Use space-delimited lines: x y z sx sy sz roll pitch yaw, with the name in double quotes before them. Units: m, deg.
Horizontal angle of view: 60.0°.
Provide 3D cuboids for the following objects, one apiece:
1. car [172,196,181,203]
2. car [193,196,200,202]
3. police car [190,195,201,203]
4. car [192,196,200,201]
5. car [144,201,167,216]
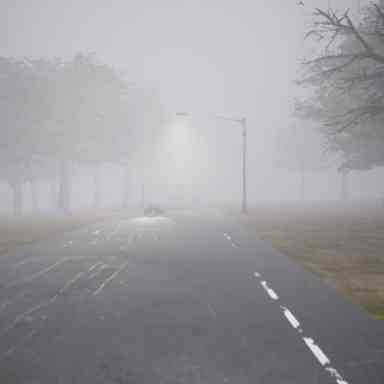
"car" -3.500 1.659 74.948 2.033 1.411 5.357 0 0 0
"car" 1.050 1.676 82.735 1.837 1.490 4.892 0 0 0
"police car" 1.050 1.549 72.843 1.930 1.638 5.238 0 0 0
"car" 1.050 1.707 88.737 1.837 1.490 4.892 0 0 0
"car" -3.596 1.575 32.834 1.895 1.301 4.718 0 0 0
